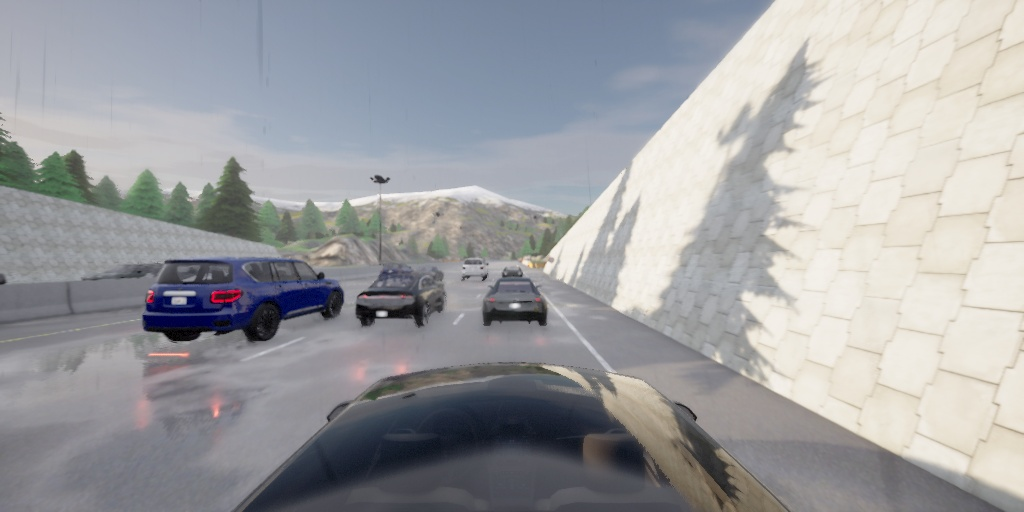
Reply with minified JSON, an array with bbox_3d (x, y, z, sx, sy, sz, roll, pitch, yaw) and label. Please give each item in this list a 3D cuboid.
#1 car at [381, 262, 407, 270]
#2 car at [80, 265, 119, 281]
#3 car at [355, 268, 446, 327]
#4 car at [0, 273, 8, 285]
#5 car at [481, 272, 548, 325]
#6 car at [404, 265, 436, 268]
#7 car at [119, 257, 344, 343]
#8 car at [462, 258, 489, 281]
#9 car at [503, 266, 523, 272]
[{"bbox_3d":[-10.433,1.365,32.916,2.097,1.767,4.553,0,0,0],"label":"car"},{"bbox_3d":[-24.592,1.295,23.167,2.097,1.767,4.553,0,0,0],"label":"car"},{"bbox_3d":[-3.410,1.327,11.819,2.128,1.511,4.902,0,0,0],"label":"car"},{"bbox_3d":[-31.602,1.412,19.678,2.128,1.511,4.902,0,0,0],"label":"car"},{"bbox_3d":[0.091,1.400,12.179,1.994,1.385,4.181,0,0,0],"label":"car"},{"bbox_3d":[-6.929,1.533,29.772,2.033,1.411,5.357,0,0,0],"label":"car"},{"bbox_3d":[-6.907,1.045,10.119,2.150,2.045,5.566,0,0,0],"label":"car"},{"bbox_3d":[-3.435,1.240,34.106,2.150,2.045,5.566,0,0,0],"label":"car"},{"bbox_3d":[0.067,1.612,33.537,1.895,1.301,4.718,0,0,0],"label":"car"}]
